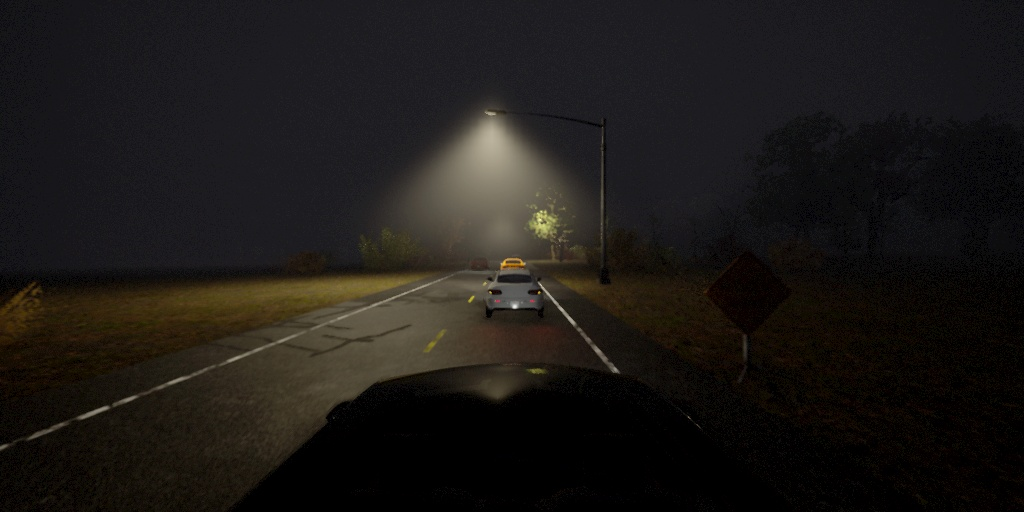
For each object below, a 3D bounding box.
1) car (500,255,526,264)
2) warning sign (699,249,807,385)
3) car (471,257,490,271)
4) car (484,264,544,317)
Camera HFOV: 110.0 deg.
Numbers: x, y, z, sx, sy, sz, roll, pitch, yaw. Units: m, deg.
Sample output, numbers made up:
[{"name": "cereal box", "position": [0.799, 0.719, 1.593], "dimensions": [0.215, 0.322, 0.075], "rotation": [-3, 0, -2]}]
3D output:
[{"name": "car", "position": [0.089, 0.954, 28.515], "dimensions": [1.882, 1.535, 5.008], "rotation": [0, 1, 0]}, {"name": "warning sign", "position": [3.551, 0.828, 5.402], "dimensions": [1.300, 1.860, 1.060], "rotation": [0, 0, 0]}, {"name": "car", "position": [-3.593, 0.822, 41.151], "dimensions": [1.882, 1.535, 5.008], "rotation": [0, 1, 0]}, {"name": "car", "position": [0.088, 1.166, 12.568], "dimensions": [1.812, 1.442, 4.674], "rotation": [0, 1, 0]}]
